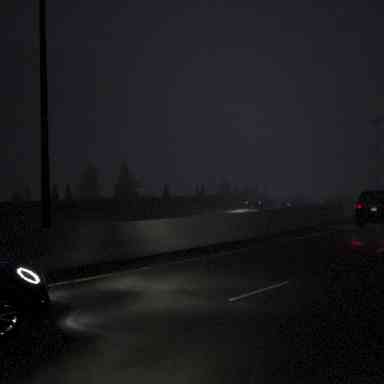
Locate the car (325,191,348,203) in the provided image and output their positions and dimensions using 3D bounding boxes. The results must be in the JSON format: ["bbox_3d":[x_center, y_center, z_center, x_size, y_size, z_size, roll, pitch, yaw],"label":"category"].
[{"bbox_3d":[16.014,0.943,36.834,2.128,1.511,4.902,0,1,32],"label":"car"}]

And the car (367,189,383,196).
[{"bbox_3d":[46.119,0.073,83.610,1.801,1.575,5.366,-1,1,2],"label":"car"}]

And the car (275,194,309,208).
[{"bbox_3d":[11.152,1.017,35.825,2.128,1.511,4.902,0,1,34],"label":"car"}]

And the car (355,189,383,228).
[{"bbox_3d":[10.860,0.909,18.439,2.150,2.045,5.566,0,1,43],"label":"car"}]

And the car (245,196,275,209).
[{"bbox_3d":[7.665,1.164,36.862,1.895,1.301,4.718,0,1,35],"label":"car"}]

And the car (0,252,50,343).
[{"bbox_3d":[-4.594,1.371,4.868,4.553,1.767,2.097,-1,1,-36],"label":"car"}]
